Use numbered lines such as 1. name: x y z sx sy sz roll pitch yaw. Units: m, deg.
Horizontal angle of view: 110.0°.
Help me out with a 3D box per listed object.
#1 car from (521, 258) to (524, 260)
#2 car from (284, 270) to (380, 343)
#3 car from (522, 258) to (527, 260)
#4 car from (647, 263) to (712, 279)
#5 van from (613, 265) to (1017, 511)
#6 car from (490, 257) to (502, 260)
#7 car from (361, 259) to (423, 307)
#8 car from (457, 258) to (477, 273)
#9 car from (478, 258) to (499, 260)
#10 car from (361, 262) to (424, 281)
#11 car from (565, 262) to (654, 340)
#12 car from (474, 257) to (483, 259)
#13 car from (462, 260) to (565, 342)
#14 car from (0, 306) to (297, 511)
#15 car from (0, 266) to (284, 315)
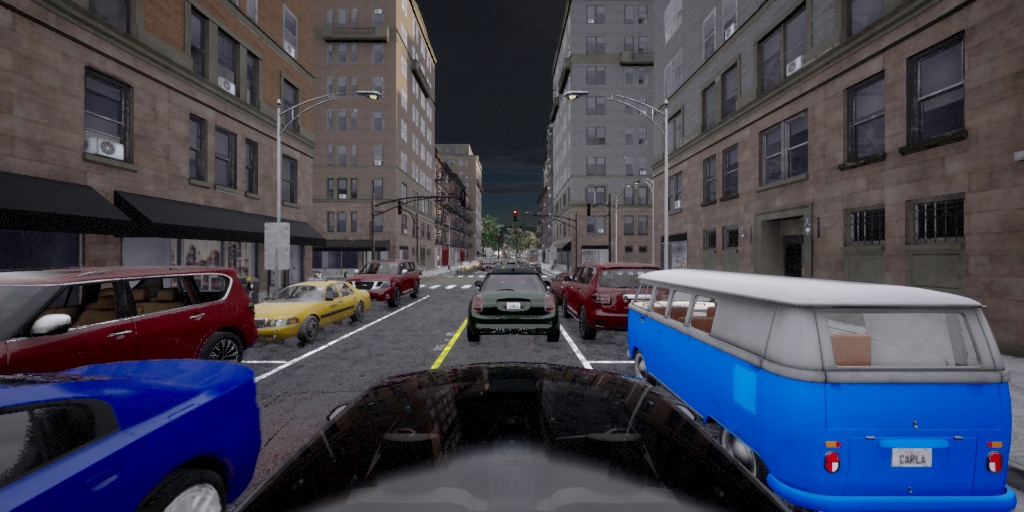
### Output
1. car: 2.549 1.294 48.061 1.888 1.381 4.507 0 0 0
2. car: -5.414 1.275 9.708 1.751 1.417 4.829 0 0 0
3. car: 2.560 1.299 42.580 2.007 1.370 4.403 0 0 0
4. car: 14.305 1.278 30.752 4.718 1.301 1.895 0 0 -3
5. van: 2.634 1.091 4.214 1.690 1.789 3.998 0 0 0
6. car: -2.940 1.314 60.407 1.994 1.385 4.181 0 0 0
7. car: -5.427 1.064 15.557 2.192 1.841 5.009 0 0 0
8. car: -5.493 1.274 42.394 1.751 1.417 4.829 0 0 0
9. car: -2.934 1.313 46.571 1.994 1.385 4.181 0 0 0
10. car: -10.129 1.281 30.786 4.902 1.511 2.128 0 1 -12
11. car: 2.623 1.065 9.892 2.192 1.841 5.009 0 0 0
12. car: -5.511 1.275 53.358 1.751 1.417 4.829 0 0 0
13. car: 0.018 1.102 9.928 2.097 1.767 4.553 0 0 0
14. car: -2.847 1.227 0.650 1.882 1.535 5.008 0 0 0
15. car: -5.403 1.065 4.200 2.192 1.841 5.009 0 0 0
